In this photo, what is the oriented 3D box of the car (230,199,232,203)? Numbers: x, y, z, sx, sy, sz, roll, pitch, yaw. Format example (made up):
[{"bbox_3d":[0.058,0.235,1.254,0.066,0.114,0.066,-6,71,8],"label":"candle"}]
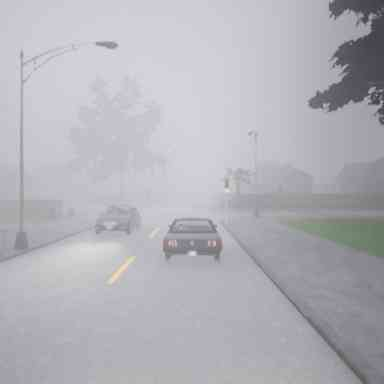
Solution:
[{"bbox_3d":[8.874,1.329,54.095,5.357,1.415,2.033,0,0,3],"label":"car"}]

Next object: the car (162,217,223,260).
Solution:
[{"bbox_3d":[0.032,1.595,12.413,1.895,1.301,4.718,0,0,1],"label":"car"}]

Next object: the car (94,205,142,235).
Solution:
[{"bbox_3d":[-4.046,1.483,18.820,2.128,1.511,4.902,0,0,1],"label":"car"}]
